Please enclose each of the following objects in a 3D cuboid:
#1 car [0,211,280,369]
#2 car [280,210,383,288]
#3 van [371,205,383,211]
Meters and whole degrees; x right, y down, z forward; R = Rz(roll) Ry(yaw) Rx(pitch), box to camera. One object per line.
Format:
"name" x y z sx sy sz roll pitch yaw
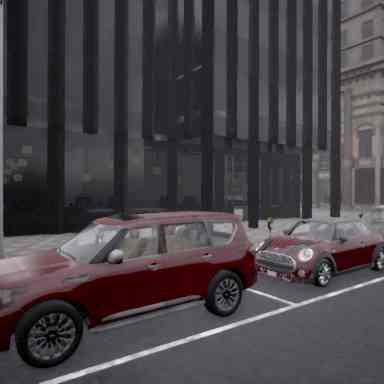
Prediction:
"car" -1.014 1.313 5.920 5.009 1.841 2.192 0 0 -35
"car" 3.547 1.438 9.174 4.097 1.590 1.967 0 0 -35
"van" 8.107 1.340 12.426 3.998 1.788 1.690 0 0 -35
